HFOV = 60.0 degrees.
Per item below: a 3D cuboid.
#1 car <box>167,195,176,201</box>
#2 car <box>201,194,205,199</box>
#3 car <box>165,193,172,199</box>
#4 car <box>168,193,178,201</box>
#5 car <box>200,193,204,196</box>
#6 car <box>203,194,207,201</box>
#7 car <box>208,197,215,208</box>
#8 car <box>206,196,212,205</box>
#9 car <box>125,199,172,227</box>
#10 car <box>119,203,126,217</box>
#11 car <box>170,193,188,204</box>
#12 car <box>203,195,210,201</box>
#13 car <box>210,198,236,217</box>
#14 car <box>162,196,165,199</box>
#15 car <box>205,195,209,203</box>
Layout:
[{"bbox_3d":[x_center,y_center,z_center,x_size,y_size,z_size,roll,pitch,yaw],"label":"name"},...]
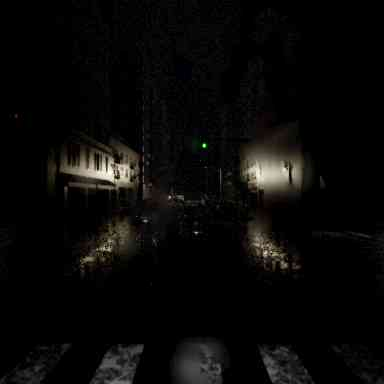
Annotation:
[{"bbox_3d":[-4.862,1.482,80.436,1.947,1.339,4.313,1,0,1],"label":"car"},{"bbox_3d":[3.516,1.480,69.279,2.008,1.369,4.403,1,0,1],"label":"car"},{"bbox_3d":[-5.084,1.462,63.679,1.752,1.417,4.829,1,0,1],"label":"car"},{"bbox_3d":[-4.787,1.223,85.964,2.192,1.841,5.009,1,0,1],"label":"car"},{"bbox_3d":[3.662,1.480,80.340,1.947,1.339,4.313,1,0,1],"label":"car"},{"bbox_3d":[3.369,1.508,58.219,1.947,1.339,4.313,1,0,1],"label":"car"},{"bbox_3d":[3.077,1.511,36.098,1.887,1.381,4.507,1,0,1],"label":"car"},{"bbox_3d":[3.150,1.511,41.628,2.008,1.369,4.403,1,0,1],"label":"car"},{"bbox_3d":[-2.780,1.480,22.497,2.128,1.511,4.902,0,0,1],"label":"car"},{"bbox_3d":[-5.521,1.555,30.676,1.802,1.307,4.206,1,0,1],"label":"car"},{"bbox_3d":[-2.270,1.448,61.004,2.128,1.511,4.902,0,0,1],"label":"car"},{"bbox_3d":[3.735,1.489,85.870,1.802,1.307,4.206,1,0,1],"label":"car"},{"bbox_3d":[3.004,1.538,30.568,1.947,1.339,4.313,1,0,1],"label":"car"},{"bbox_3d":[-5.301,1.500,47.263,1.887,1.381,4.507,1,0,1],"label":"car"},{"bbox_3d":[3.223,1.499,47.158,1.887,1.381,4.507,1,0,1],"label":"car"}]
